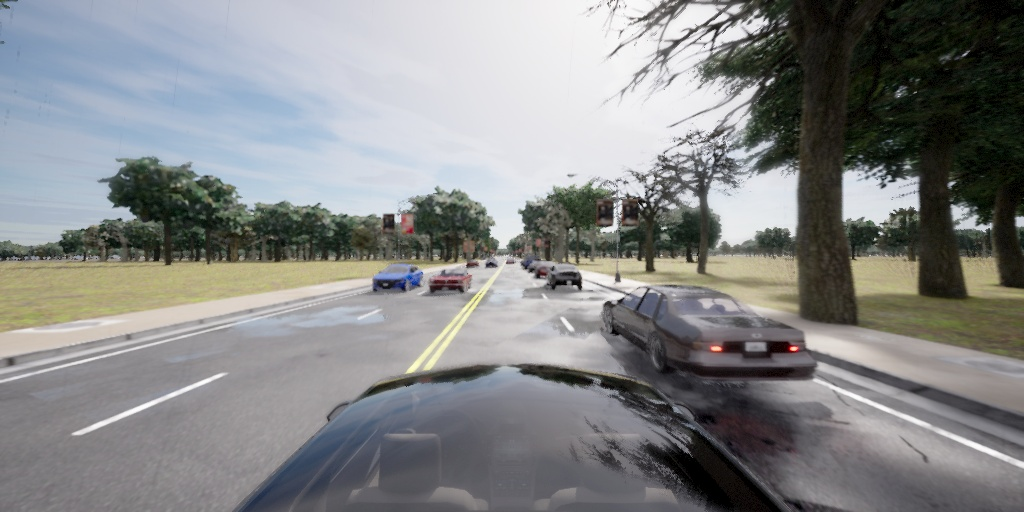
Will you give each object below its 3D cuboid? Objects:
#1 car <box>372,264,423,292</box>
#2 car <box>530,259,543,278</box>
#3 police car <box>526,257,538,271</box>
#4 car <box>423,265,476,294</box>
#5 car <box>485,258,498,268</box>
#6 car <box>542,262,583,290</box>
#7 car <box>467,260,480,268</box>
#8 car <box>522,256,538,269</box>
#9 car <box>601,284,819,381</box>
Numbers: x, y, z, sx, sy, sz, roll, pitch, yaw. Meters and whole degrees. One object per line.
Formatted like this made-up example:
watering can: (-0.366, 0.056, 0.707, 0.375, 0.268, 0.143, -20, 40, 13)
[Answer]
car: (-6.624, 1.228, 21.265, 1.882, 1.535, 5.008, 0, 0, 0)
car: (3.190, 1.255, 33.711, 2.163, 1.488, 4.792, 0, 0, 0)
police car: (3.145, 1.257, 44.687, 2.038, 1.542, 4.974, 0, 0, 0)
car: (-3.374, 1.351, 20.347, 1.895, 1.301, 4.718, 0, 0, 0)
car: (-3.487, 1.107, 61.532, 2.097, 1.767, 4.553, 0, 0, 0)
car: (3.222, 1.254, 22.676, 1.837, 1.490, 4.892, 0, 0, 0)
car: (-6.734, 1.359, 62.432, 1.895, 1.301, 4.718, 0, 0, 0)
car: (3.087, 0.975, 55.722, 2.150, 2.045, 5.566, 0, 0, 0)
car: (3.347, 1.297, 7.438, 2.033, 1.411, 5.357, 0, 0, 0)
